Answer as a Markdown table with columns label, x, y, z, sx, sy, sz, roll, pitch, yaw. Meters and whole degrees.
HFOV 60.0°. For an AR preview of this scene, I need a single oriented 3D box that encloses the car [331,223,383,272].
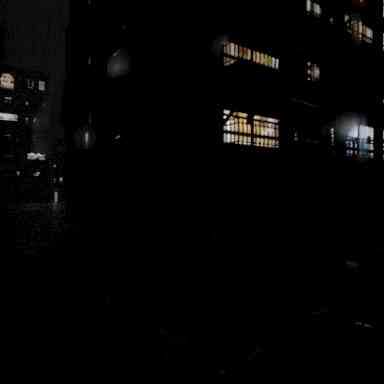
| label | x | y | z | sx | sy | sz | roll | pitch | yaw |
| --- | --- | --- | --- | --- | --- | --- | --- | --- | --- |
| car | 6.253 | 1.669 | 10.576 | 4.313 | 1.339 | 1.947 | 1 | -1 | -36 |

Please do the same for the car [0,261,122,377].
| label | x | y | z | sx | sy | sz | roll | pitch | yaw |
| --- | --- | --- | --- | --- | --- | --- | --- | --- | --- |
| car | -2.945 | 1.580 | 4.008 | 4.206 | 1.307 | 1.802 | 1 | -1 | -36 |
